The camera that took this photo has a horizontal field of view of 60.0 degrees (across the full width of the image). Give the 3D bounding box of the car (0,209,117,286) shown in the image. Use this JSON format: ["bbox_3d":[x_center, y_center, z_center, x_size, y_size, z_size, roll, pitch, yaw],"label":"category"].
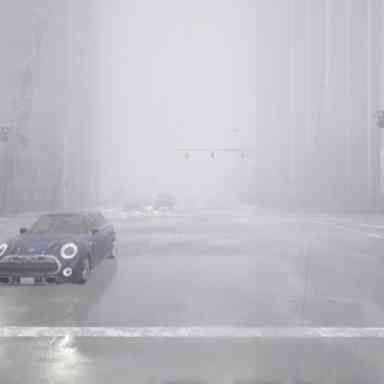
[{"bbox_3d":[-3.613,1.352,9.528,2.097,1.767,4.553,0,0,0],"label":"car"}]

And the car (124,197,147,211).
[{"bbox_3d":[-7.154,1.478,41.294,1.882,1.535,5.008,0,0,0],"label":"car"}]

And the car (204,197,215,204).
[{"bbox_3d":[3.413,1.601,65.049,1.895,1.301,4.718,0,0,0],"label":"car"}]

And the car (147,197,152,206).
[{"bbox_3d":[-7.151,1.492,53.526,2.128,1.511,4.902,0,0,0],"label":"car"}]

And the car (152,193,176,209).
[{"bbox_3d":[-3.658,1.221,44.390,2.150,2.045,5.566,0,0,0],"label":"car"}]

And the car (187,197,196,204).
[{"bbox_3d":[-0.088,1.601,65.584,1.895,1.301,4.718,0,0,0],"label":"car"}]
